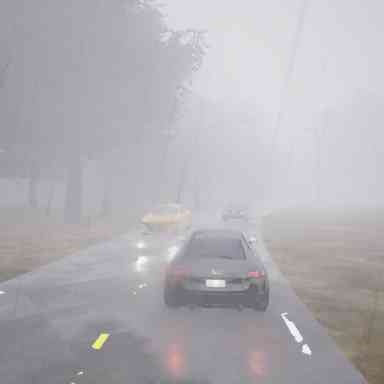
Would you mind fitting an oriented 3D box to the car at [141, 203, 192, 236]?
[{"bbox_3d":[-1.270,1.421,18.236,1.882,1.535,5.008,0,0,11],"label":"car"}]

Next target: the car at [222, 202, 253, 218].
[{"bbox_3d":[3.487,1.425,25.178,2.033,1.411,5.357,0,0,15],"label":"car"}]

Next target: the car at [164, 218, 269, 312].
[{"bbox_3d":[0.584,1.550,7.786,1.994,1.385,4.181,0,0,5],"label":"car"}]
